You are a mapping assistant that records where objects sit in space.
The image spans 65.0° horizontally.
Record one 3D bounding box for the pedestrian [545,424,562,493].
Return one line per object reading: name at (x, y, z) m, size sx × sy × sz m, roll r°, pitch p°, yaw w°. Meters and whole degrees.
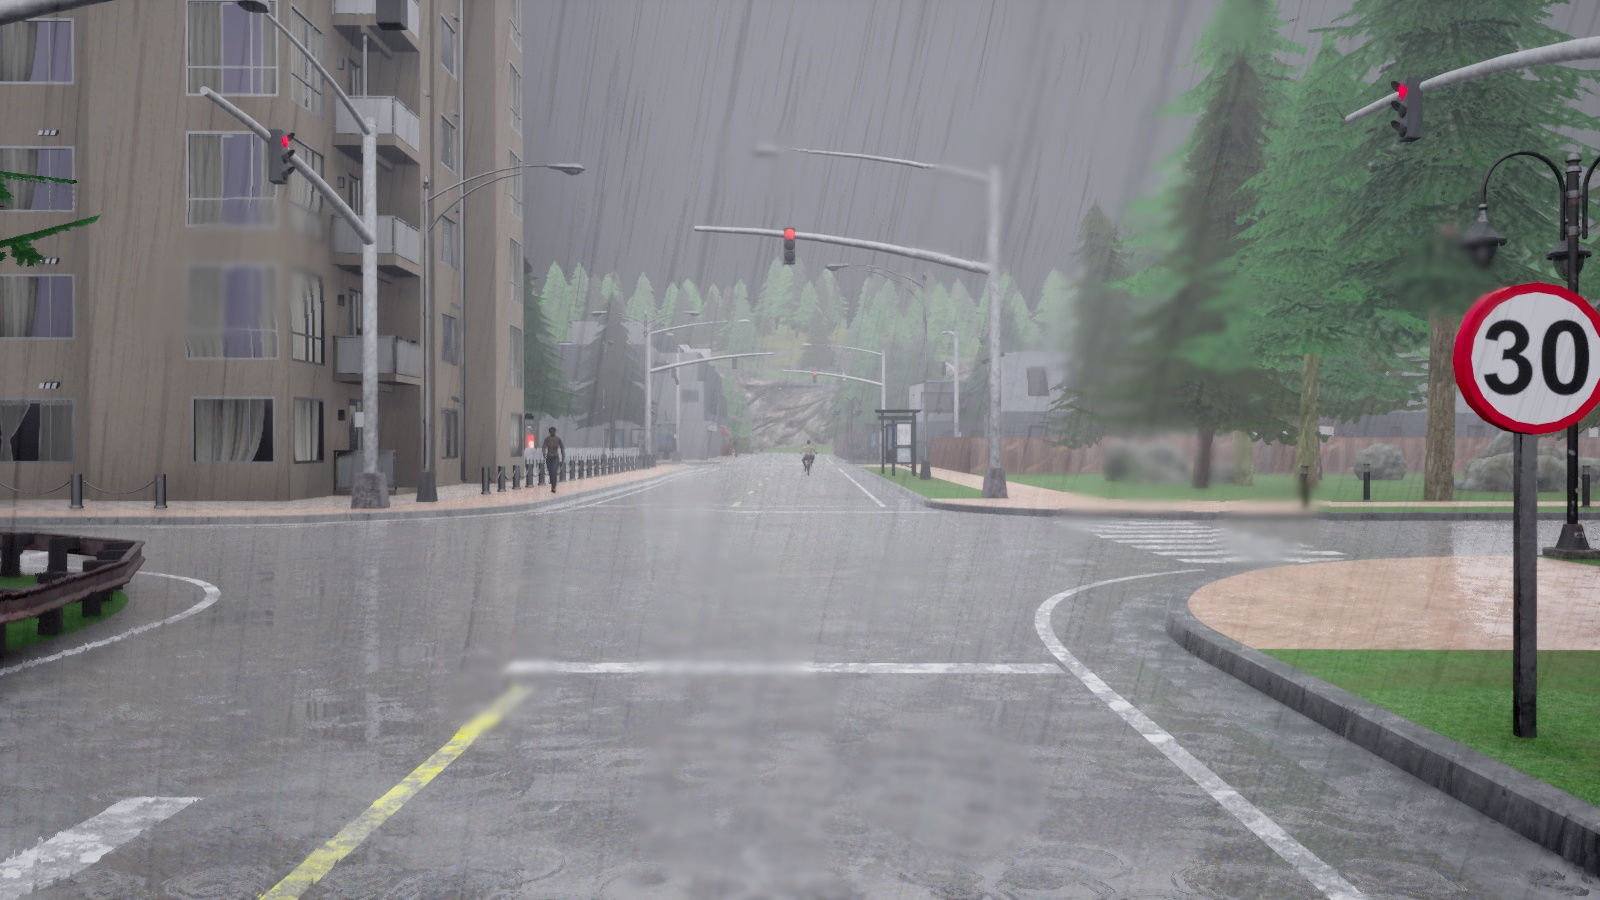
pedestrian at (-6.522, 0.215, 33.217) m, size 0.328 × 1.805 × 0.869 m, roll 0°, pitch 0°, yaw -5°
